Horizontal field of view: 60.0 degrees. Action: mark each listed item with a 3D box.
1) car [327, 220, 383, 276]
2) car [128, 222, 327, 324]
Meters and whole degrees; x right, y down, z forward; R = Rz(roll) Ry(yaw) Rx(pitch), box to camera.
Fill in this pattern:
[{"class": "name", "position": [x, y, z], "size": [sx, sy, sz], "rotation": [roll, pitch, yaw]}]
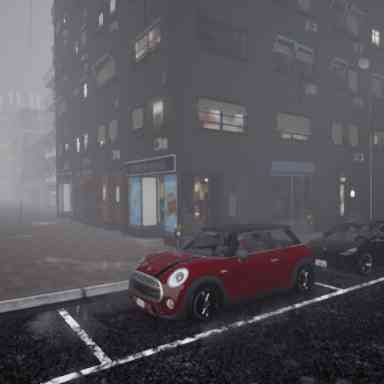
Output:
[{"class": "car", "position": [5.280, 1.562, 10.300], "size": [4.313, 1.339, 1.947], "rotation": [0, -1, -35]}, {"class": "car", "position": [0.709, 1.438, 7.063], "size": [4.097, 1.590, 1.967], "rotation": [0, -1, -35]}]
